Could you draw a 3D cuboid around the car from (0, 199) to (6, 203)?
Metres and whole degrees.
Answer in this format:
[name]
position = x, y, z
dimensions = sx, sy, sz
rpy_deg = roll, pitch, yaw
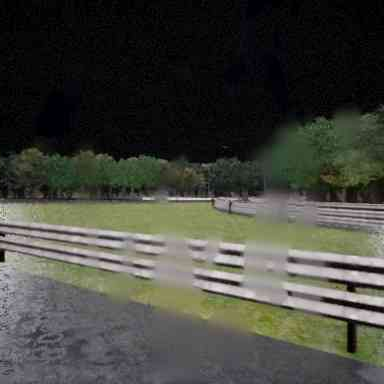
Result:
[car]
position = -45.530, 1.793, 76.394
dimensions = 5.008, 1.535, 1.882
rpy_deg = 0, 0, 2
